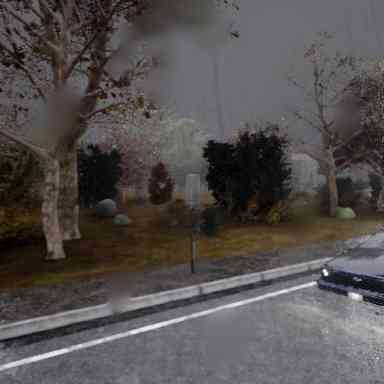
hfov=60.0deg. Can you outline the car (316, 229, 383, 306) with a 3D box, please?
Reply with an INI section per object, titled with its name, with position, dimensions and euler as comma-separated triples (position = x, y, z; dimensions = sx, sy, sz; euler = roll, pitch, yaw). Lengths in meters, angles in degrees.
[car]
position = 5.193, 1.553, 7.754
dimensions = 5.357, 1.411, 2.033
euler = 0, 0, -36
